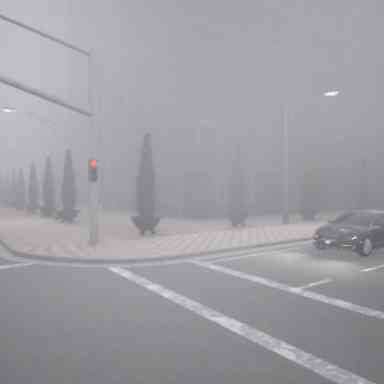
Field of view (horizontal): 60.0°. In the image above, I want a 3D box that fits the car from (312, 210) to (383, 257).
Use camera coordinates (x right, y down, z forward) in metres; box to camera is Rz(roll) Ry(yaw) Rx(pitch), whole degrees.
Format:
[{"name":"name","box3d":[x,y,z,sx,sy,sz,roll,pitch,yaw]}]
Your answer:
[{"name":"car","box3d":[6.729,1.493,13.052,4.892,1.490,1.837,0,0,-35]}]
